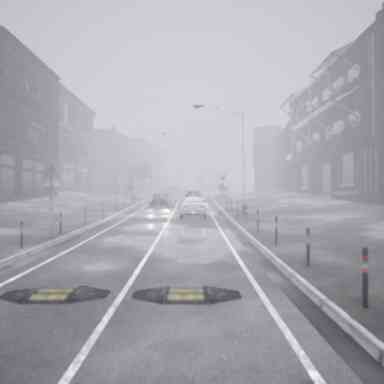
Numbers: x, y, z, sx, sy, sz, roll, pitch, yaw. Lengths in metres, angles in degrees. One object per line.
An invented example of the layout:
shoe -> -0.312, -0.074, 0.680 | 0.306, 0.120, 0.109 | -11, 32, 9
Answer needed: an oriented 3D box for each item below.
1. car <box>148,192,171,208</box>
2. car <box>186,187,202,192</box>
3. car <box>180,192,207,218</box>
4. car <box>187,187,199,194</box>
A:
car -> -3.086, 0.743, 32.477 | 1.895, 1.301, 4.718 | 0, 3, 0
car -> 0.209, 0.258, 42.283 | 2.163, 1.488, 4.792 | 0, 2, 1
car -> 0.096, 1.037, 24.310 | 1.812, 1.442, 4.674 | 0, 2, 0
car -> 0.175, -0.351, 73.835 | 1.837, 1.490, 4.892 | 0, 1, 10
